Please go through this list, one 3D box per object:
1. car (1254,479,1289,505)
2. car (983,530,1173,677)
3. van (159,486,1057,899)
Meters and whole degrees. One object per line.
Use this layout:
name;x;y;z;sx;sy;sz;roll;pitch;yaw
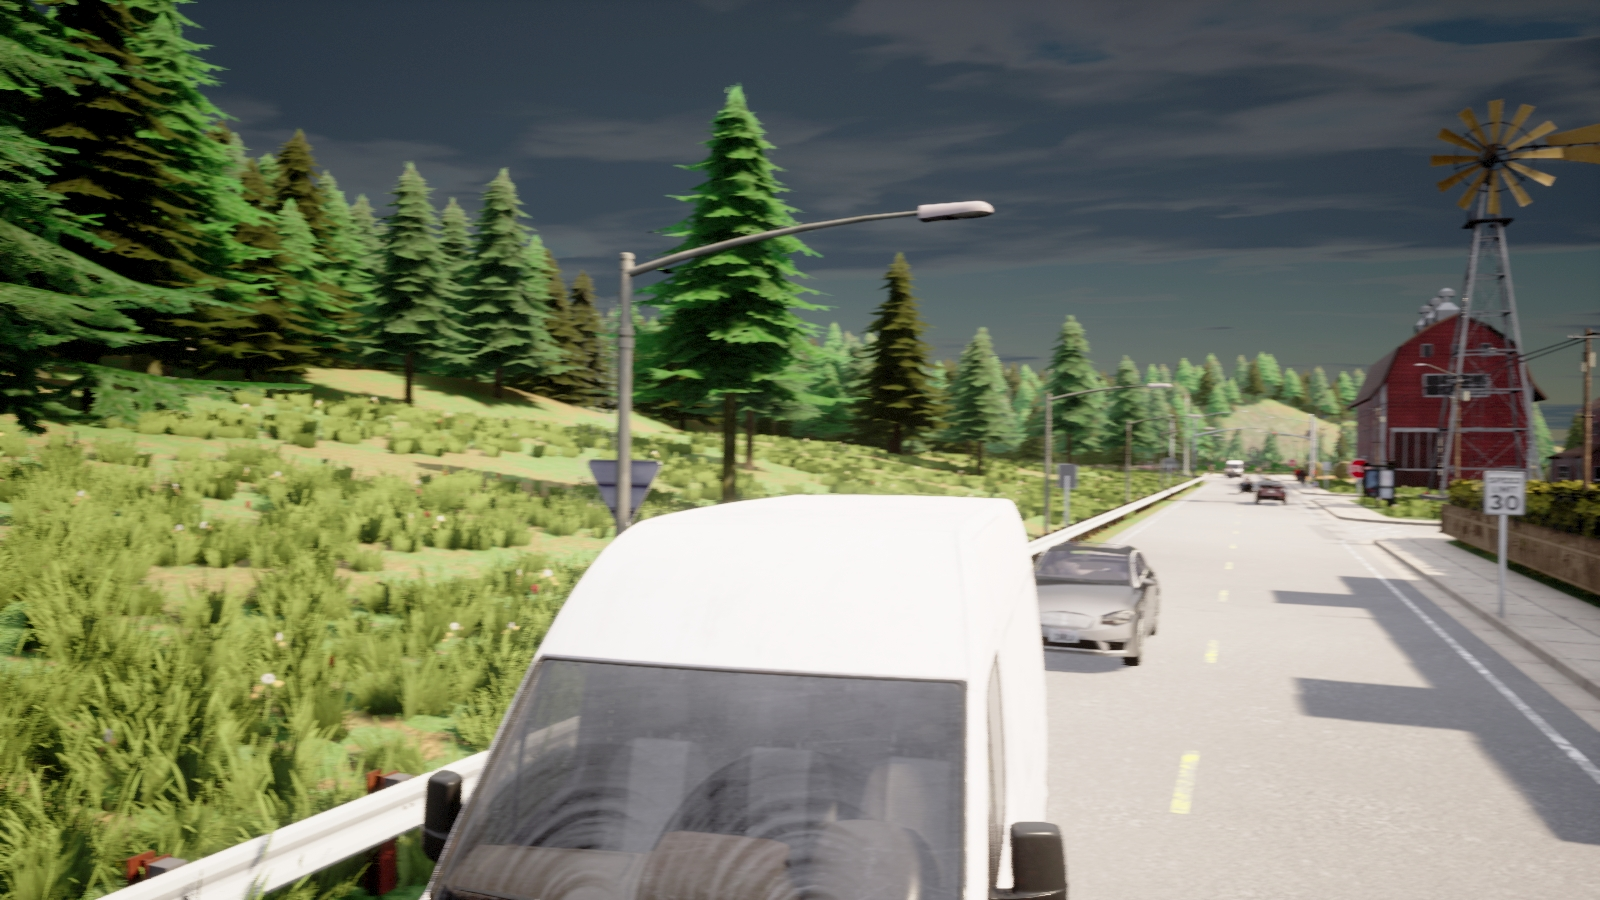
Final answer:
car;29.966;2.648;72.703;2.007;1.525;4.514;1;0;22
car;4.363;2.153;17.288;2.128;1.511;4.902;1;0;21
van;0.116;1.535;5.402;1.988;2.561;5.915;1;0;14
